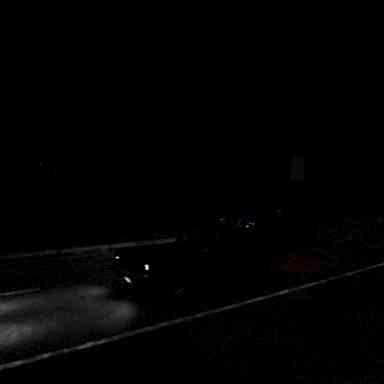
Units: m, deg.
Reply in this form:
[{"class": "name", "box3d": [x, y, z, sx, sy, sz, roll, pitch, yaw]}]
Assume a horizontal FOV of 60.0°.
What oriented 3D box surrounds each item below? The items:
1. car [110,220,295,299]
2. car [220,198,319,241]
[{"class": "car", "box3d": [0.359, 1.641, 8.681, 4.718, 1.301, 1.895, 0, 0, -37]}, {"class": "car", "box3d": [3.732, 1.304, 15.674, 5.566, 2.045, 2.150, 1, 0, -38]}]
